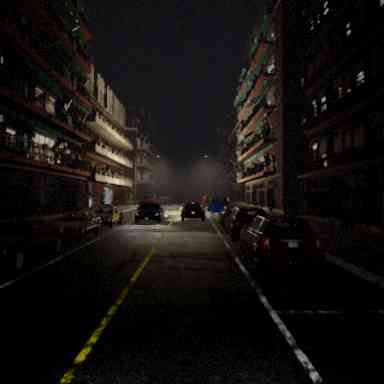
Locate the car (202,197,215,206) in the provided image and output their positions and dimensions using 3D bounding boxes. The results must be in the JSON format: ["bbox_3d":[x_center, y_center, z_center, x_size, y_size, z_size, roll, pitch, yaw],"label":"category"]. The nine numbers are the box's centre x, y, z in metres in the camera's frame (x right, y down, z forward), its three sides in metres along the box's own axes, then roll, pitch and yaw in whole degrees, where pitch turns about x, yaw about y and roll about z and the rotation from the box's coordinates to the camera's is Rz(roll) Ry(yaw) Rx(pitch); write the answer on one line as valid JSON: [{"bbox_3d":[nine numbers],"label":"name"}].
[{"bbox_3d":[2.673,1.565,56.117,1.947,1.339,4.313,1,0,0],"label":"car"}]

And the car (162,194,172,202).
[{"bbox_3d":[-5.713,1.552,67.475,2.008,1.369,4.403,1,0,0],"label":"car"}]

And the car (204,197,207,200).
[{"bbox_3d":[2.681,1.578,39.132,1.802,1.307,4.206,1,0,0],"label":"car"}]

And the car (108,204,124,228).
[{"bbox_3d":[-5.690,1.521,22.013,1.752,1.417,4.829,1,0,0],"label":"car"}]

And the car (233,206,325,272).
[{"bbox_3d":[2.698,1.438,10.824,1.967,1.590,4.097,1,0,0],"label":"car"}]

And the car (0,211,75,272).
[{"bbox_3d":[-5.684,1.542,10.860,1.887,1.381,4.507,1,0,0],"label":"car"}]

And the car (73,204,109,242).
[{"bbox_3d":[-5.687,1.522,16.351,1.752,1.417,4.829,1,0,0],"label":"car"}]

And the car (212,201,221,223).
[{"bbox_3d":[2.690,1.547,22.147,2.008,1.369,4.403,1,0,0],"label":"car"}]

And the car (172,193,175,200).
[{"bbox_3d":[-5.719,1.549,78.798,1.887,1.381,4.507,1,0,0],"label":"car"}]

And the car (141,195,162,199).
[{"bbox_3d":[-5.698,1.312,44.829,2.192,1.841,5.009,1,0,0],"label":"car"}]

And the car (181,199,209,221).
[{"bbox_3d":[0.081,1.559,27.539,1.994,1.385,4.181,0,0,0],"label":"car"}]

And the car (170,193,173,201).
[{"bbox_3d":[-5.716,1.528,72.968,1.752,1.417,4.829,1,0,0],"label":"car"}]

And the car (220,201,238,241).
[{"bbox_3d":[2.694,1.437,16.485,1.967,1.590,4.097,1,0,0],"label":"car"}]

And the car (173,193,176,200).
[{"bbox_3d":[-5.720,1.447,84.461,1.967,1.590,4.097,1,0,0],"label":"car"}]

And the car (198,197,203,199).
[{"bbox_3d":[0.072,1.597,40.305,1.895,1.301,4.718,0,0,0],"label":"car"}]

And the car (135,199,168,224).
[{"bbox_3d":[-3.113,1.521,25.107,1.812,1.442,4.674,0,0,0],"label":"car"}]

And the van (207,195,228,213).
[{"bbox_3d":[2.687,1.337,33.470,1.690,1.788,3.998,1,0,0],"label":"van"}]

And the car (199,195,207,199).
[{"bbox_3d":[2.679,1.313,50.455,2.192,1.841,5.009,1,0,0],"label":"car"}]
